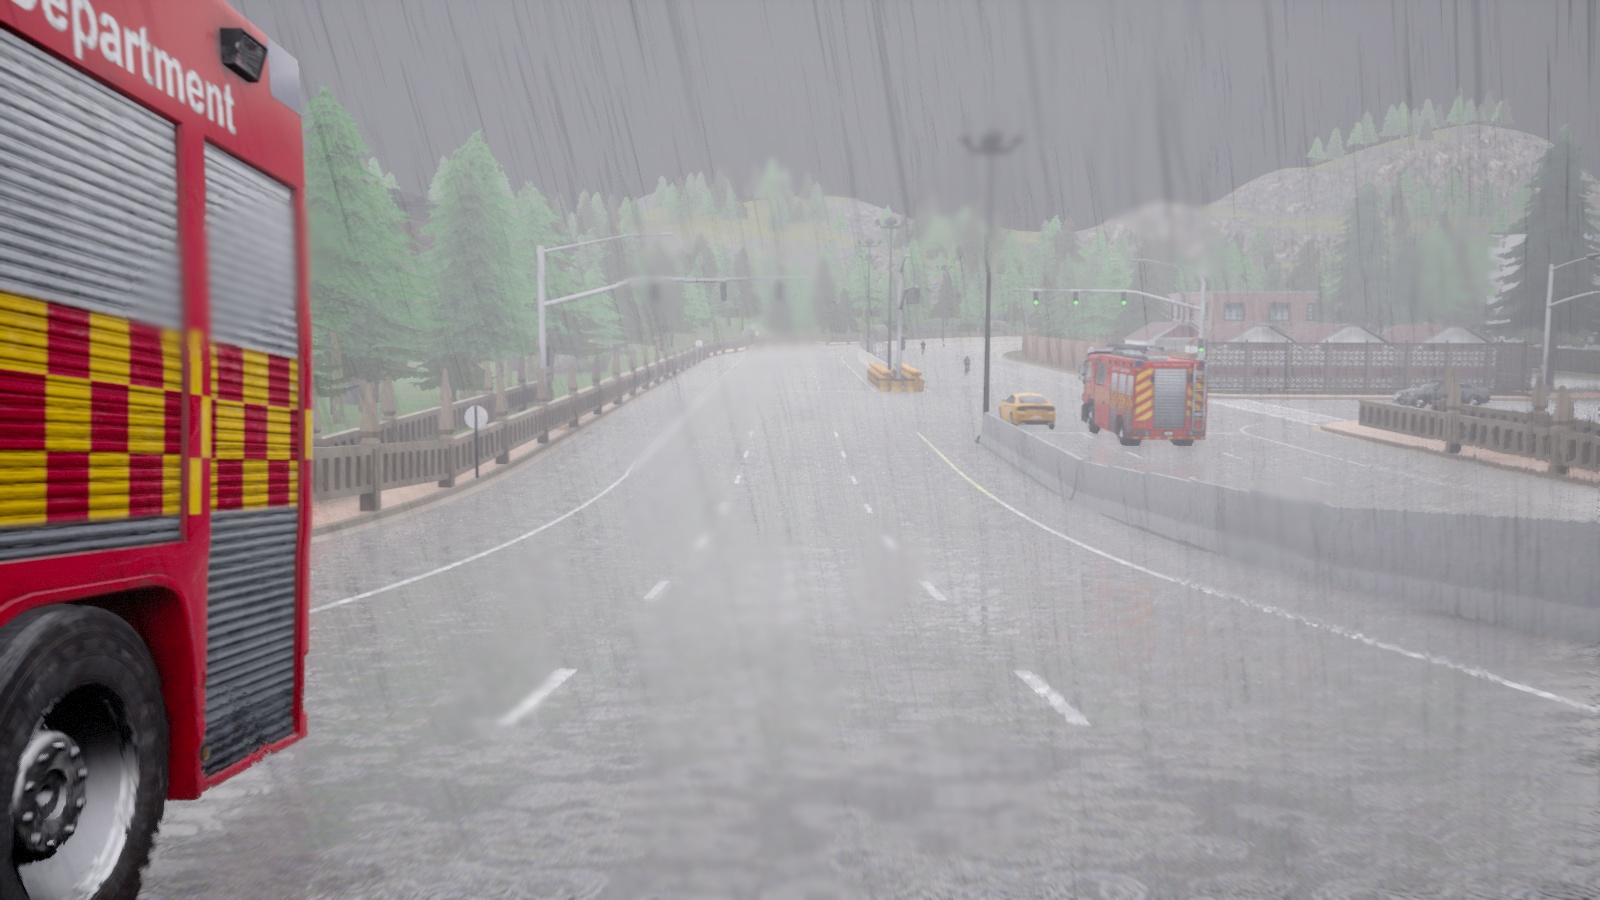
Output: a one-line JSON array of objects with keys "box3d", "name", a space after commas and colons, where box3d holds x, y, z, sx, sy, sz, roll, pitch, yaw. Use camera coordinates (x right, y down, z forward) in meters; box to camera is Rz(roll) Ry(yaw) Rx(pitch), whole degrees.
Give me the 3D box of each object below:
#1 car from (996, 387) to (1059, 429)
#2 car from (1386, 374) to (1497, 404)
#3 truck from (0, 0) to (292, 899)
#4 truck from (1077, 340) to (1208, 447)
[{"box3d": [10.217, -1.945, 56.842, 1.882, 1.535, 5.008, 0, 6, 0], "name": "car"}, {"box3d": [34.946, -3.348, 68.494, 4.902, 1.511, 2.128, 0, 6, 1], "name": "car"}, {"box3d": [-3.506, -0.309, 0.870, 2.891, 3.827, 8.468, 0, -1, 0], "name": "truck"}, {"box3d": [13.759, -2.491, 51.261, 2.891, 3.827, 8.468, 0, 6, 0], "name": "truck"}]
